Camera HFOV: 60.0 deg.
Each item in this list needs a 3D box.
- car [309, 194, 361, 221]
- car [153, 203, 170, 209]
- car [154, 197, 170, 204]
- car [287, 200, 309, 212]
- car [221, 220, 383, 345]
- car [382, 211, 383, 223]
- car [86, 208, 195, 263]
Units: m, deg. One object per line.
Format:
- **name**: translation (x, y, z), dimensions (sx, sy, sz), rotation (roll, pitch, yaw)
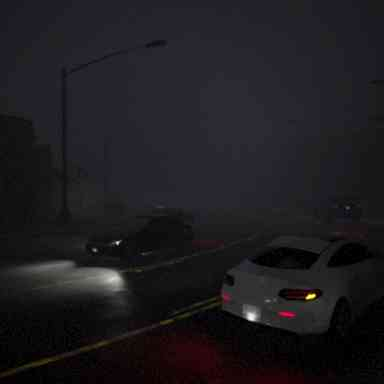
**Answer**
- **car**: translation (10.945, 1.193, 25.413), dimensions (2.150, 2.045, 5.566), rotation (0, 0, 6)
- **car**: translation (-1.635, 1.606, 19.004), dimensions (2.033, 1.411, 5.357), rotation (0, 0, 26)
- **car**: translation (-5.307, 1.655, 58.619), dimensions (1.882, 1.535, 5.008), rotation (0, 0, -21)
- **car**: translation (12.978, 1.585, 38.468), dimensions (1.895, 1.301, 4.718), rotation (0, 0, -15)
- **car**: translation (2.447, 1.523, 6.418), dimensions (1.812, 1.442, 4.674), rotation (0, 0, 44)
- **car**: translation (13.512, 1.292, 20.636), dimensions (2.097, 1.767, 4.553), rotation (-1, 0, 14)
- **car**: translation (-1.706, 1.570, 12.509), dimensions (1.812, 1.442, 4.674), rotation (0, 0, 37)
